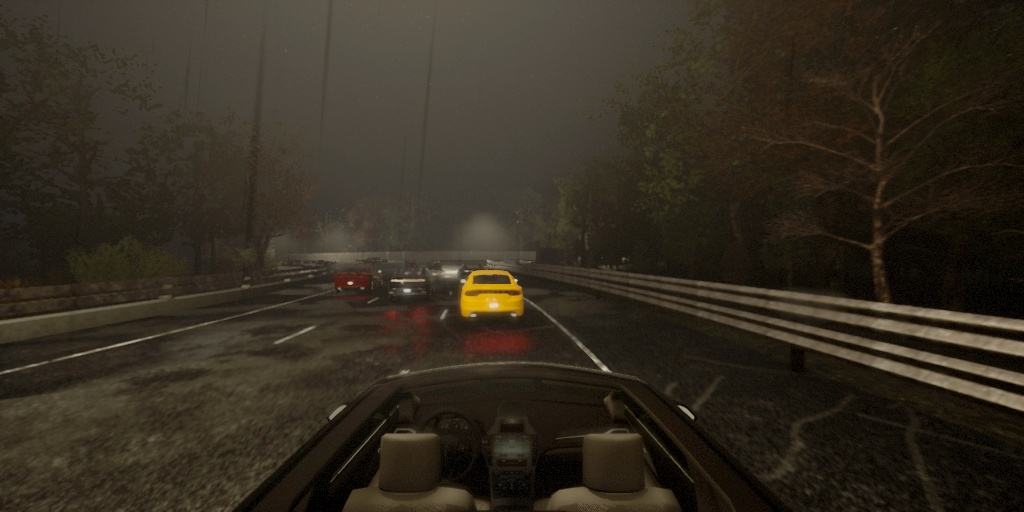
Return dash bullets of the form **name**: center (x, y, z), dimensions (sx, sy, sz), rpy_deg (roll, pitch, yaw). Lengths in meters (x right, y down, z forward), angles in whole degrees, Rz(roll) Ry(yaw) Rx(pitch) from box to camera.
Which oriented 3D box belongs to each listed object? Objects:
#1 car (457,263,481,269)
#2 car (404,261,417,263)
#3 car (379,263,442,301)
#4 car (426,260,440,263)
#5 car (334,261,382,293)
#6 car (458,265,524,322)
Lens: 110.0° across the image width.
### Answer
- **car**: center (-3.099, 1.288, 27.471), dimensions (2.128, 1.511, 4.902), rpy_deg (0, 0, -12)
- **car**: center (-12.923, 1.361, 45.276), dimensions (1.837, 1.490, 4.892), rpy_deg (0, 0, -24)
- **car**: center (-4.857, 1.281, 17.845), dimensions (2.128, 1.511, 4.902), rpy_deg (0, 0, -8)
- **car**: center (-10.866, 1.345, 48.955), dimensions (2.128, 1.511, 4.902), rpy_deg (0, 0, -25)
- **car**: center (-8.979, 1.286, 21.348), dimensions (1.882, 1.535, 5.008), rpy_deg (0, 0, -10)
- **car**: center (-0.767, 1.245, 12.557), dimensions (1.882, 1.535, 5.008), rpy_deg (0, 0, -6)
